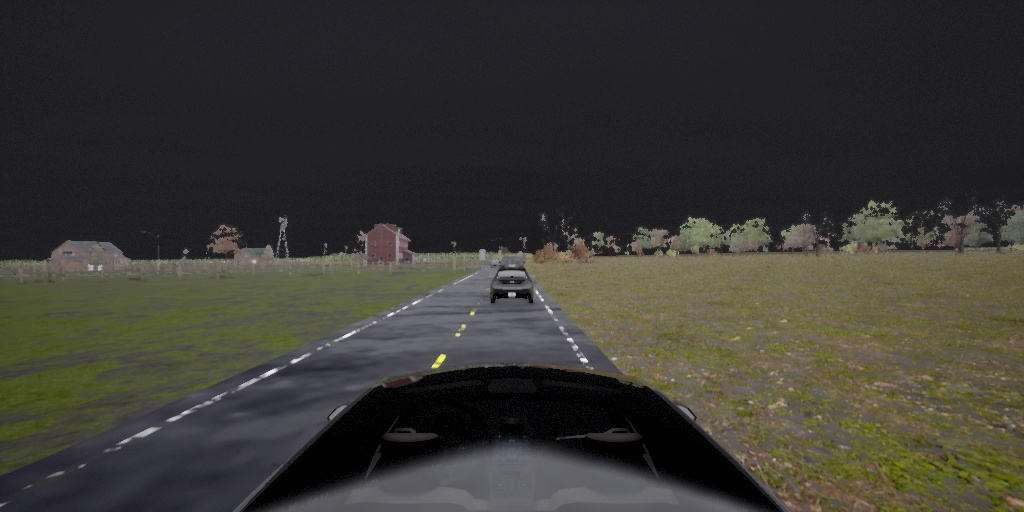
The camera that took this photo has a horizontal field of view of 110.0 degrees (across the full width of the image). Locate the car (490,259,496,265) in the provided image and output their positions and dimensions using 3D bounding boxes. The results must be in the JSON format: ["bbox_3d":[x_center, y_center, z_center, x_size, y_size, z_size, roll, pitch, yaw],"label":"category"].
[{"bbox_3d":[-2.750,1.334,61.381,1.837,1.490,4.892,0,0,0],"label":"car"}]

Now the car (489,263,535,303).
[{"bbox_3d":[0.000,1.268,16.476,1.837,1.490,4.892,0,0,0],"label":"car"}]

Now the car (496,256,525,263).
[{"bbox_3d":[0.000,1.015,31.507,2.150,2.045,5.566,0,0,0],"label":"car"}]
